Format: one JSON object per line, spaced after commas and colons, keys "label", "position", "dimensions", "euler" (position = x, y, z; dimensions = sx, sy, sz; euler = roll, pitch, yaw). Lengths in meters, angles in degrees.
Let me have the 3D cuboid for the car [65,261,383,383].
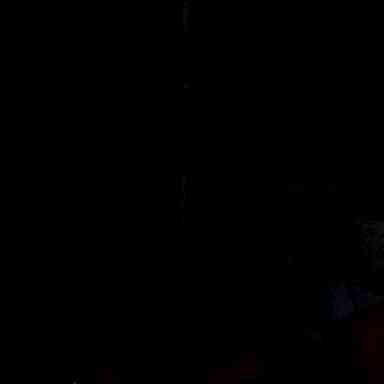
{"label": "car", "position": [0.842, 1.563, 3.672], "dimensions": [4.181, 1.385, 1.994], "euler": [0, 0, -36]}
